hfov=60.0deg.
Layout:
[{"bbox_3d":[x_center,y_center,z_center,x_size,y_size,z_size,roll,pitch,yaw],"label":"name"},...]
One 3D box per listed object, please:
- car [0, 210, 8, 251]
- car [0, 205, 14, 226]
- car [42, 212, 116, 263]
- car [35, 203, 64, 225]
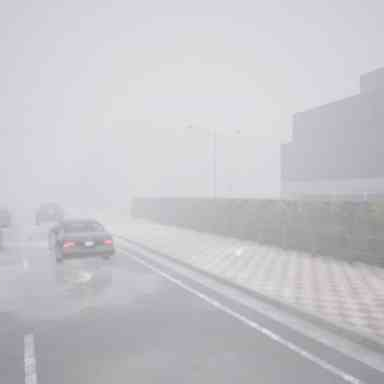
[{"bbox_3d":[-7.883,1.631,11.914,1.837,1.490,4.892,0,0,-26],"label":"car"},{"bbox_3d":[-14.738,1.756,25.320,2.128,1.511,4.902,0,-1,-27],"label":"car"},{"bbox_3d":[-4.331,1.683,12.632,2.033,1.411,5.357,0,-1,-27],"label":"car"},{"bbox_3d":[-11.482,1.635,26.906,2.097,1.767,4.553,0,-1,-25],"label":"car"}]
